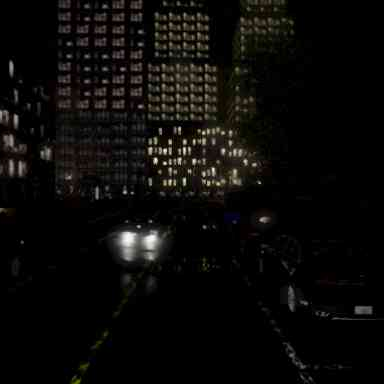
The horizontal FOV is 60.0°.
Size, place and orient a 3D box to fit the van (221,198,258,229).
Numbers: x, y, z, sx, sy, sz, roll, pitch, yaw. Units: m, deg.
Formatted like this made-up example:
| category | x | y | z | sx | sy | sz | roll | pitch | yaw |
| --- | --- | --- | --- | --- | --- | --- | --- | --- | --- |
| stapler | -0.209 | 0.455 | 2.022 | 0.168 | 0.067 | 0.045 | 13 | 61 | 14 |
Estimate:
| category | x | y | z | sx | sy | sz | roll | pitch | yaw |
| --- | --- | --- | --- | --- | --- | --- | --- | --- | --- |
| van | 2.564 | 1.273 | 18.243 | 1.690 | 1.788 | 3.998 | 0 | 0 | 0 |

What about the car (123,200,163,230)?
| category | x | y | z | sx | sy | sz | roll | pitch | yaw |
| --- | --- | --- | --- | --- | --- | --- | --- | --- | --- |
| car | -2.852 | 1.471 | 20.513 | 2.033 | 1.411 | 5.357 | 0 | 0 | 0 |

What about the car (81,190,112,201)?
| category | x | y | z | sx | sy | sz | roll | pitch | yaw |
| --- | --- | --- | --- | --- | --- | --- | --- | --- | --- |
| car | -17.755 | 0.667 | 62.259 | 5.566 | 2.045 | 2.150 | 2 | 0 | -1 |

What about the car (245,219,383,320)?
| category | x | y | z | sx | sy | sz | roll | pitch | yaw |
| --- | --- | --- | --- | --- | --- | --- | --- | --- | --- |
| car | 2.566 | 1.524 | 7.153 | 2.008 | 1.369 | 4.403 | 0 | 0 | 0 |

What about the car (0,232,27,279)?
| category | x | y | z | sx | sy | sz | roll | pitch | yaw |
| --- | --- | --- | --- | --- | --- | --- | --- | --- | --- |
| car | -5.315 | 1.518 | 7.155 | 1.887 | 1.381 | 4.507 | 0 | 0 | 0 |

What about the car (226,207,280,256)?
| category | x | y | z | sx | sy | sz | roll | pitch | yaw |
| --- | --- | --- | --- | --- | --- | --- | --- | --- | --- |
| car | 2.565 | 1.498 | 12.698 | 1.887 | 1.381 | 4.507 | 0 | 0 | 0 |

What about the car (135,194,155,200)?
| category | x | y | z | sx | sy | sz | roll | pitch | yaw |
| --- | --- | --- | --- | --- | --- | --- | --- | --- | --- |
| car | -5.318 | 1.306 | 34.879 | 1.967 | 1.590 | 4.097 | 0 | 0 | 0 |

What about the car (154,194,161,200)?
| category | x | y | z | sx | sy | sz | roll | pitch | yaw |
| --- | --- | --- | --- | --- | --- | --- | --- | --- | --- |
| car | -5.389 | 1.135 | 45.965 | 2.192 | 1.841 | 5.009 | 0 | 0 | 0 |
